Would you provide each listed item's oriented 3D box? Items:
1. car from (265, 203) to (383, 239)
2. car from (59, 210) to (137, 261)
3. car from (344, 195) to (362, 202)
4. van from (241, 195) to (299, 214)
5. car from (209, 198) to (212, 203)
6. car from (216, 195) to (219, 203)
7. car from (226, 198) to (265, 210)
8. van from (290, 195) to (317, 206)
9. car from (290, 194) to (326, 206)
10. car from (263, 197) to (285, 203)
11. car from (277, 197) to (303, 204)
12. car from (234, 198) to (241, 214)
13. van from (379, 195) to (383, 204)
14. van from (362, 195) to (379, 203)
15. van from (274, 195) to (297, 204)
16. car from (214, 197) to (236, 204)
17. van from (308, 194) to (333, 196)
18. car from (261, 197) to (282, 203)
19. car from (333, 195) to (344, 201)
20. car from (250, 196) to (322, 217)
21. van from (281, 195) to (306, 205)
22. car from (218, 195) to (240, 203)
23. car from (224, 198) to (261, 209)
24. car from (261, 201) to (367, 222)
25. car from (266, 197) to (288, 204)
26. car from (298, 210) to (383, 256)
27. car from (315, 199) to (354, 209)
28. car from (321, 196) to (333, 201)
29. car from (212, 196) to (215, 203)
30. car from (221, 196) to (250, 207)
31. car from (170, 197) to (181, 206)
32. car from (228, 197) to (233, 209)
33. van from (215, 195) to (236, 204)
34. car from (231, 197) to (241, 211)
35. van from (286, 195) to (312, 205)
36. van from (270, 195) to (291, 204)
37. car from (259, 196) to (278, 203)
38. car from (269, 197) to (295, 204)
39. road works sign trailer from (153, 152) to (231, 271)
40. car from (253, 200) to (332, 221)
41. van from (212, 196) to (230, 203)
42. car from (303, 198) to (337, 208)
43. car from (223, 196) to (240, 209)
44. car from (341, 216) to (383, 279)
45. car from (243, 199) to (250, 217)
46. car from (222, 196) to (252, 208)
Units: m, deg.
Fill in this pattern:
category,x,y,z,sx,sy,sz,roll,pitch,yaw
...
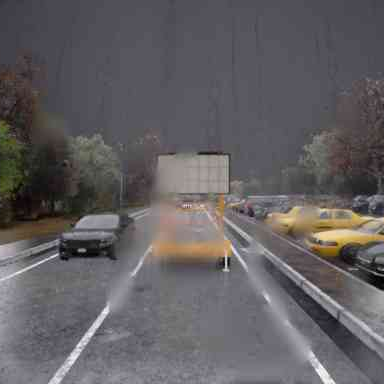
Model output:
category,x,y,z,sx,sy,sz,roll,pitch,yaw
car,6.760,1.524,17.099,5.366,1.575,1.946,0,0,0
car,-3.341,1.500,12.601,1.882,1.535,5.008,0,0,0
car,20.138,1.333,36.218,5.566,2.045,2.435,0,0,0
van,7.163,1.336,30.847,4.442,1.987,1.878,0,0,0
car,7.442,2.096,83.569,5.008,1.535,2.097,0,-1,0
car,7.246,1.710,58.607,5.008,1.535,2.097,0,0,0
car,7.156,1.637,44.727,4.892,1.521,2.231,0,0,0
van,20.468,1.492,61.274,4.442,1.987,1.878,0,0,0
car,20.303,1.452,58.505,5.566,2.045,2.435,0,0,0
car,20.509,2.085,83.286,5.008,1.535,2.097,0,-1,0
car,20.417,1.788,69.439,5.008,1.535,2.097,0,-1,0
car,7.038,1.606,33.623,4.792,1.488,2.163,0,0,0
van,20.242,1.328,30.678,4.442,1.987,1.878,0,0,0
van,20.029,1.343,33.449,4.442,1.987,1.878,0,0,0
van,20.315,1.622,72.214,4.442,1.987,1.878,0,-1,0
car,7.377,1.958,75.241,4.674,1.452,2.002,0,-1,0
van,20.386,1.433,50.194,4.442,1.987,1.878,0,0,0
car,20.531,2.147,86.181,5.008,1.535,2.097,0,-1,0
car,20.159,1.348,38.988,5.566,2.045,2.435,0,0,0
car,7.037,1.409,25.297,4.553,1.767,2.185,0,0,0
van,20.276,1.522,66.824,4.442,1.987,1.878,0,-1,0
car,7.005,1.663,50.280,5.366,1.575,1.946,0,0,0
car,7.164,1.652,47.503,4.892,1.521,2.231,0,0,0
car,7.150,1.521,19.749,5.366,1.575,1.946,0,0,0
car,20.488,2.027,80.516,4.892,1.521,2.231,0,-1,0
car,6.718,1.540,11.426,5.366,1.575,1.946,0,0,0
car,20.252,1.684,47.423,4.674,1.452,2.002,0,0,0
car,20.223,1.628,44.528,5.008,1.535,2.097,0,0,0
car,7.342,1.504,66.937,5.566,2.045,2.435,0,0,0
car,7.200,1.570,55.832,4.553,1.767,2.185,0,0,0
car,-3.030,1.770,61.303,1.837,1.490,4.892,0,-1,0
car,7.079,1.636,39.175,4.792,1.488,2.163,0,0,0
van,7.237,1.633,72.473,4.442,1.987,1.878,0,-1,0
car,7.059,1.621,36.399,4.792,1.488,2.163,0,0,0
van,20.488,1.506,63.919,4.442,1.987,1.878,0,0,0
van,20.590,1.741,77.751,4.442,1.987,1.878,0,-1,0
car,20.524,2.078,88.828,4.553,1.767,2.185,0,-1,0
car,20.268,1.904,74.977,5.366,1.575,1.946,0,-1,0
road works sign trailer,0.054,0.483,10.959,2.380,3.560,2.880,0,0,3
car,6.979,1.527,22.518,4.892,1.521,2.231,0,0,0
van,7.573,1.930,86.348,4.442,1.987,1.878,0,-1,0
car,20.287,1.713,52.837,4.674,1.452,2.002,0,0,0
car,6.943,1.619,41.952,5.366,1.575,1.946,0,0,0
car,6.889,1.554,8.649,4.892,1.521,2.231,0,0,0
car,7.056,1.577,28.070,4.792,1.488,2.163,0,0,0
car,7.180,1.555,53.056,4.553,1.767,2.185,0,0,0
